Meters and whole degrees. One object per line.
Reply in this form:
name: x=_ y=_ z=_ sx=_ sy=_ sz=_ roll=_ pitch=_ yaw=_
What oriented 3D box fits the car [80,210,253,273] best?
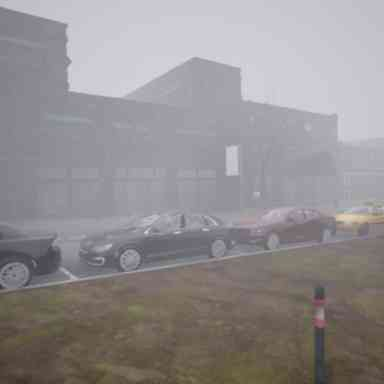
car: x=-0.831 y=1.321 z=10.033 sx=4.892 sy=1.521 sz=2.231 roll=0 pitch=0 yaw=-33

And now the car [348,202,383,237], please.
car: x=8.876 y=1.319 z=16.982 sx=5.366 sy=1.575 sz=1.946 roll=0 pitch=0 yaw=-33

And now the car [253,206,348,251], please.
car: x=3.689 y=1.327 z=13.264 sx=5.008 sy=1.535 sz=2.097 roll=1 pitch=0 yaw=-33

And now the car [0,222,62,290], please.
car: x=-5.338 y=1.294 z=6.810 sx=5.008 sy=1.535 sz=2.097 roll=0 pitch=0 yaw=-33
